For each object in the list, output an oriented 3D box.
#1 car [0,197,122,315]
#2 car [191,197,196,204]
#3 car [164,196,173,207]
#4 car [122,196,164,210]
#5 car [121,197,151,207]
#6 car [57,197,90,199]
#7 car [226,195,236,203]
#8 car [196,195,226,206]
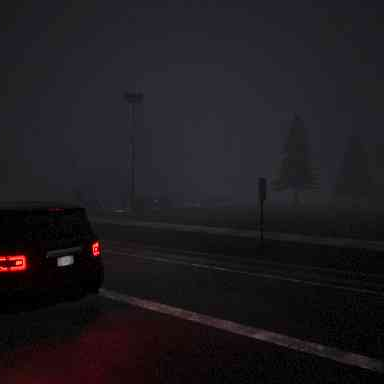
[{"bbox_3d":[-4.269,1.221,6.995,5.566,2.045,2.150,0,0,35],"label":"car"},{"bbox_3d":[1.654,1.506,65.709,1.837,1.490,4.892,0,0,35],"label":"car"},{"bbox_3d":[-4.840,1.355,50.390,2.097,1.767,4.553,0,0,35],"label":"car"},{"bbox_3d":[-6.412,1.547,42.027,2.033,1.411,5.357,0,0,35],"label":"car"},{"bbox_3d":[-8.542,1.526,51.177,1.812,1.442,4.674,0,0,35],"label":"car"},{"bbox_3d":[-12.862,1.505,38.900,1.837,1.490,4.892,0,0,35],"label":"car"},{"bbox_3d":[6.949,1.351,67.133,2.097,1.767,4.553,0,0,35],"label":"car"},{"bbox_3d":[3.185,1.504,55.766,1.837,1.490,4.892,0,0,35],"label":"car"}]
